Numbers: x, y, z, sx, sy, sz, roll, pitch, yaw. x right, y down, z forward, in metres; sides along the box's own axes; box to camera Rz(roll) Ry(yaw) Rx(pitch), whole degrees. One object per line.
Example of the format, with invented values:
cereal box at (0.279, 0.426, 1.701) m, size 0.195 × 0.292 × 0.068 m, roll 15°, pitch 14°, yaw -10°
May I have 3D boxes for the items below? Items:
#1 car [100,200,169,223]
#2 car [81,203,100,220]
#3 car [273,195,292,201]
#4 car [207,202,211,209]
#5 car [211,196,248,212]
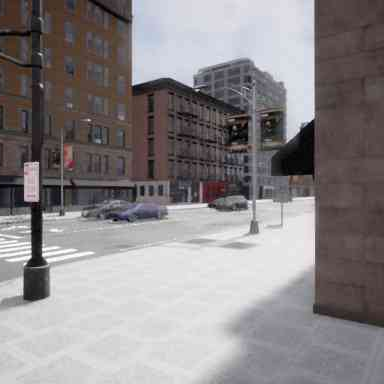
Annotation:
car at (-3.956, 1.471, 25.005) m, size 2.033 × 1.411 × 5.357 m, roll 0°, pitch 0°, yaw 35°
car at (-6.614, 1.422, 26.869) m, size 2.128 × 1.511 × 4.902 m, roll 0°, pitch 0°, yaw 35°
car at (13.606, 0.972, 49.767) m, size 1.812 × 1.442 × 4.674 m, roll 0°, pitch 0°, yaw 35°
car at (3.998, 1.399, 41.912) m, size 2.033 × 1.411 × 5.357 m, roll 0°, pitch 0°, yaw 35°
car at (4.469, 1.212, 36.943) m, size 2.097 × 1.767 × 4.553 m, roll 0°, pitch 0°, yaw 35°
